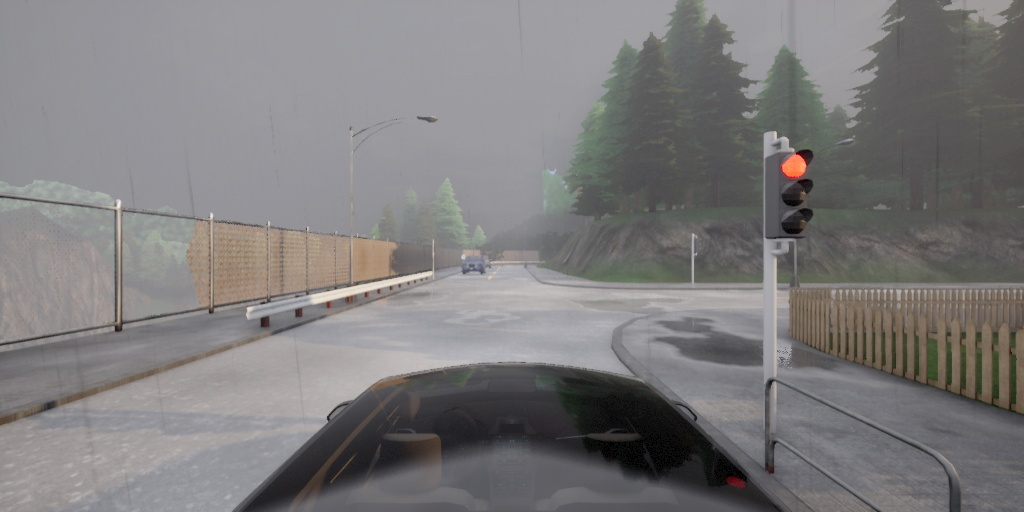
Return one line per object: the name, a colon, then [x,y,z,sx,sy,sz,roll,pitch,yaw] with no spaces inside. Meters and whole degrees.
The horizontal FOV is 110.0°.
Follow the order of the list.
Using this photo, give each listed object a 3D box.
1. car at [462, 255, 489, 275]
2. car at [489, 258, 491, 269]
car: [-4.097,0.950,39.119,2.150,2.045,5.566,0,0,0]
car: [-4.192,1.245,54.702,1.812,1.442,4.674,0,0,-2]
